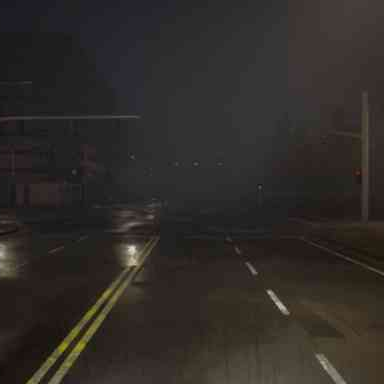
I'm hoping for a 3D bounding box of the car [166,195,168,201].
[{"bbox_3d":[-7.010,1.452,82.859,1.895,1.301,4.718,0,0,0],"label":"car"}]

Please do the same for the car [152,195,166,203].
[{"bbox_3d":[-7.008,1.516,67.346,2.033,1.411,5.357,0,0,0],"label":"car"}]
